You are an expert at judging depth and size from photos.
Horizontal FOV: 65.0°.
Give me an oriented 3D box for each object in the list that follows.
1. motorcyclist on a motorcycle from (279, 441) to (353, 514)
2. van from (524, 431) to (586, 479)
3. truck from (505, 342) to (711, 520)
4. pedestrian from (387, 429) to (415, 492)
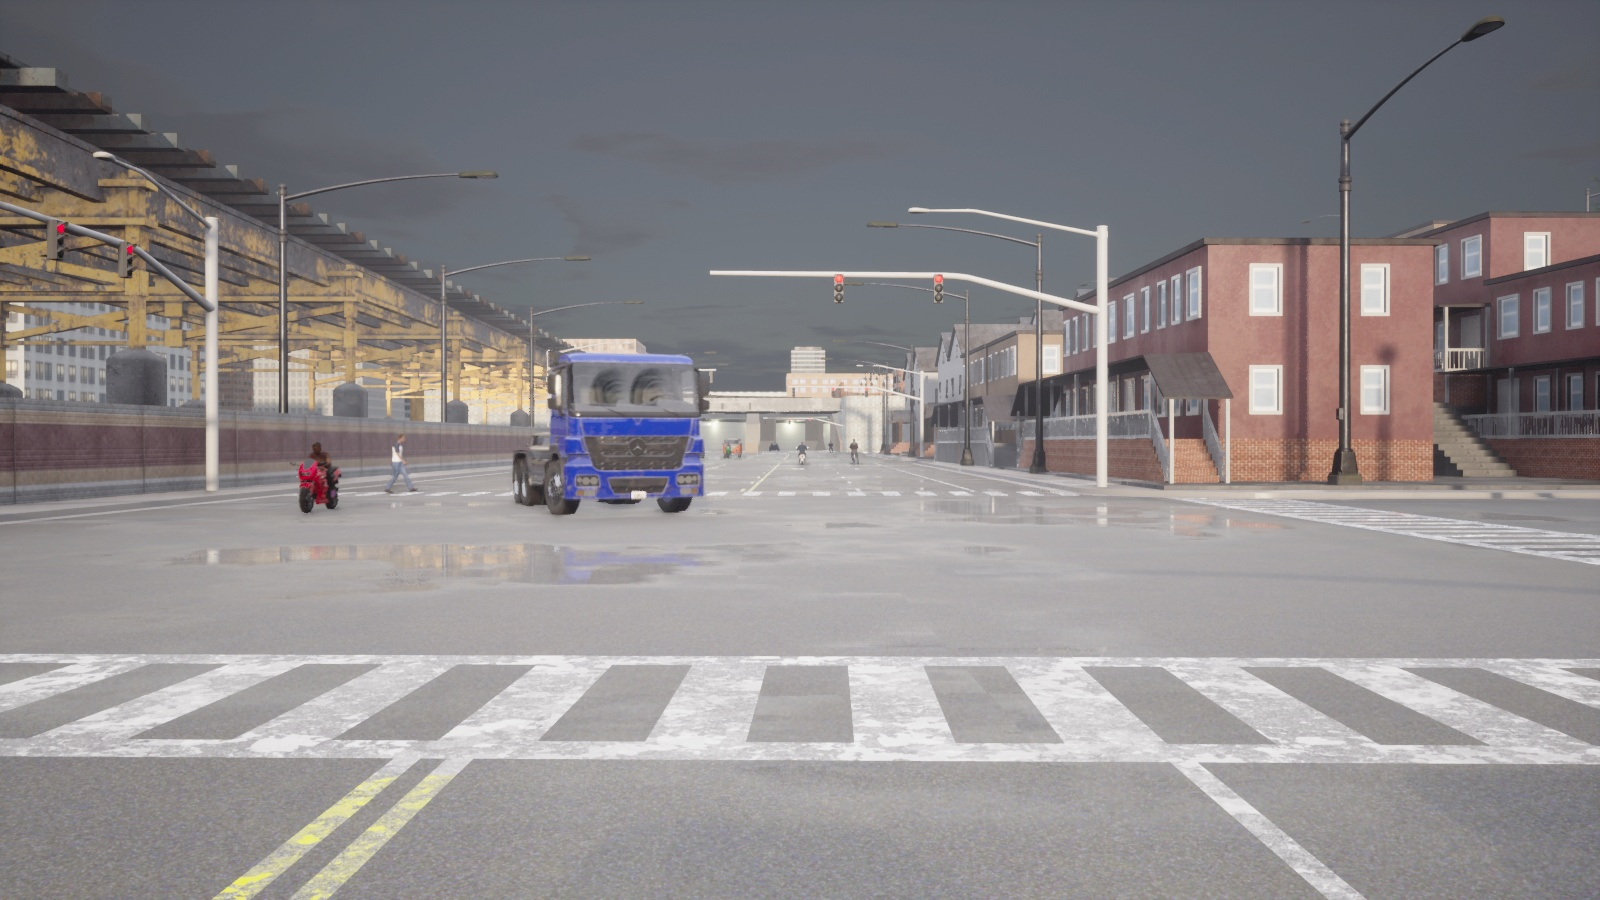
[{"bbox_3d":[-10.440,0.567,27.176,0.797,1.523,2.044,0,0,0],"label":"motorcyclist on a motorcycle"},{"bbox_3d":[-10.399,0.189,53.532,1.775,1.987,4.442,0,0,0],"label":"van"},{"bbox_3d":[-4.633,-0.401,28.621,2.891,3.462,7.936,0,0,-22],"label":"truck"},{"bbox_3d":[-11.740,0.313,36.963,0.706,1.836,0.354,0,0,2],"label":"pedestrian"}]
